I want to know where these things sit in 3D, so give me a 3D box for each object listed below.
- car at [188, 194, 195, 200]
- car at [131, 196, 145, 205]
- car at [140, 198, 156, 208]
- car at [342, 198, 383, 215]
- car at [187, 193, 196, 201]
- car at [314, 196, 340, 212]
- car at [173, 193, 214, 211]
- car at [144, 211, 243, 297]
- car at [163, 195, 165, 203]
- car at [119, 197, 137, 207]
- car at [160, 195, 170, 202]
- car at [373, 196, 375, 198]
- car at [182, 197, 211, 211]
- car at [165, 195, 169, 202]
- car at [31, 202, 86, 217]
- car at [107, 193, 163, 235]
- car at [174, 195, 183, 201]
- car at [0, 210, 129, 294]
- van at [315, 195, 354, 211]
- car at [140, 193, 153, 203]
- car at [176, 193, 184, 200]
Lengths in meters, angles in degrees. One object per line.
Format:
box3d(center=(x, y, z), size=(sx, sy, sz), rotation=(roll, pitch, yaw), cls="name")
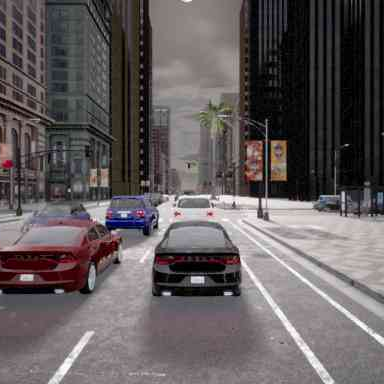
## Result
box3d(center=(-0.076, 1.395, 92.516), size=(2.033, 1.411, 5.357), rotation=(0, 0, 0), cls="car")
box3d(center=(-9.863, 1.528, 61.513), size=(1.812, 1.442, 4.674), rotation=(0, 0, 0), cls="car")
box3d(center=(-6.620, 1.602, 50.620), size=(1.895, 1.301, 4.718), rotation=(0, 0, -1), cls="car")
box3d(center=(17.044, 1.548, 31.316), size=(4.403, 1.369, 2.008), rotation=(0, 0, 0), cls="car")
box3d(center=(-0.068, 1.222, 82.127), size=(2.150, 2.045, 5.566), rotation=(0, 0, 0), cls="car")
box3d(center=(16.171, 1.486, 37.178), size=(4.892, 1.490, 1.837), rotation=(0, 0, 0), cls="car")
box3d(center=(0.086, 1.221, 18.607), size=(2.150, 2.045, 5.566), rotation=(0, 0, 0), cls="car")
box3d(center=(0.092, 1.477, 8.648), size=(1.882, 1.535, 5.008), rotation=(0, 0, 0), cls="car")
box3d(center=(-6.621, 1.224, 60.388), size=(2.150, 2.045, 5.566), rotation=(0, 0, 1), cls="car")
box3d(center=(-9.926, 1.493, 51.868), size=(2.128, 1.511, 4.902), rotation=(0, 0, -3), cls="car")
box3d(center=(-6.566, 1.529, 80.654), size=(2.128, 1.511, 4.902), rotation=(0, 0, 0), cls="car")
box3d(center=(22.710, 1.284, 39.846), size=(5.009, 1.841, 2.192), rotation=(0, 0, 0), cls="car")
box3d(center=(0.483, 1.478, 43.340), size=(1.882, 1.535, 5.008), rotation=(-2, 1, -22), cls="car")
box3d(center=(-6.558, 1.598, 70.459), size=(1.895, 1.301, 4.718), rotation=(0, 0, 0), cls="car")
box3d(center=(-6.620, 1.351, 16.645), size=(2.097, 1.767, 4.553), rotation=(0, 0, 0), cls="car")
box3d(center=(-3.194, 1.221, 18.664), size=(2.150, 2.045, 5.566), rotation=(0, 0, 2), cls="car")
box3d(center=(-3.317, 1.496, 81.677), size=(1.837, 1.490, 4.892), rotation=(0, 0, 0), cls="car")
box3d(center=(-3.157, 1.477, 8.800), size=(1.882, 1.535, 5.008), rotation=(0, 0, 0), cls="car")
box3d(center=(17.033, 1.314, 39.840), size=(3.998, 1.788, 1.690), rotation=(0, 0, 0), cls="van")
box3d(center=(-9.810, 1.229, 71.911), size=(2.150, 2.045, 5.566), rotation=(0, 0, 0), cls="car")
box3d(center=(-3.325, 1.193, 92.067), size=(2.097, 1.767, 4.553), rotation=(0, 0, 0), cls="car")
